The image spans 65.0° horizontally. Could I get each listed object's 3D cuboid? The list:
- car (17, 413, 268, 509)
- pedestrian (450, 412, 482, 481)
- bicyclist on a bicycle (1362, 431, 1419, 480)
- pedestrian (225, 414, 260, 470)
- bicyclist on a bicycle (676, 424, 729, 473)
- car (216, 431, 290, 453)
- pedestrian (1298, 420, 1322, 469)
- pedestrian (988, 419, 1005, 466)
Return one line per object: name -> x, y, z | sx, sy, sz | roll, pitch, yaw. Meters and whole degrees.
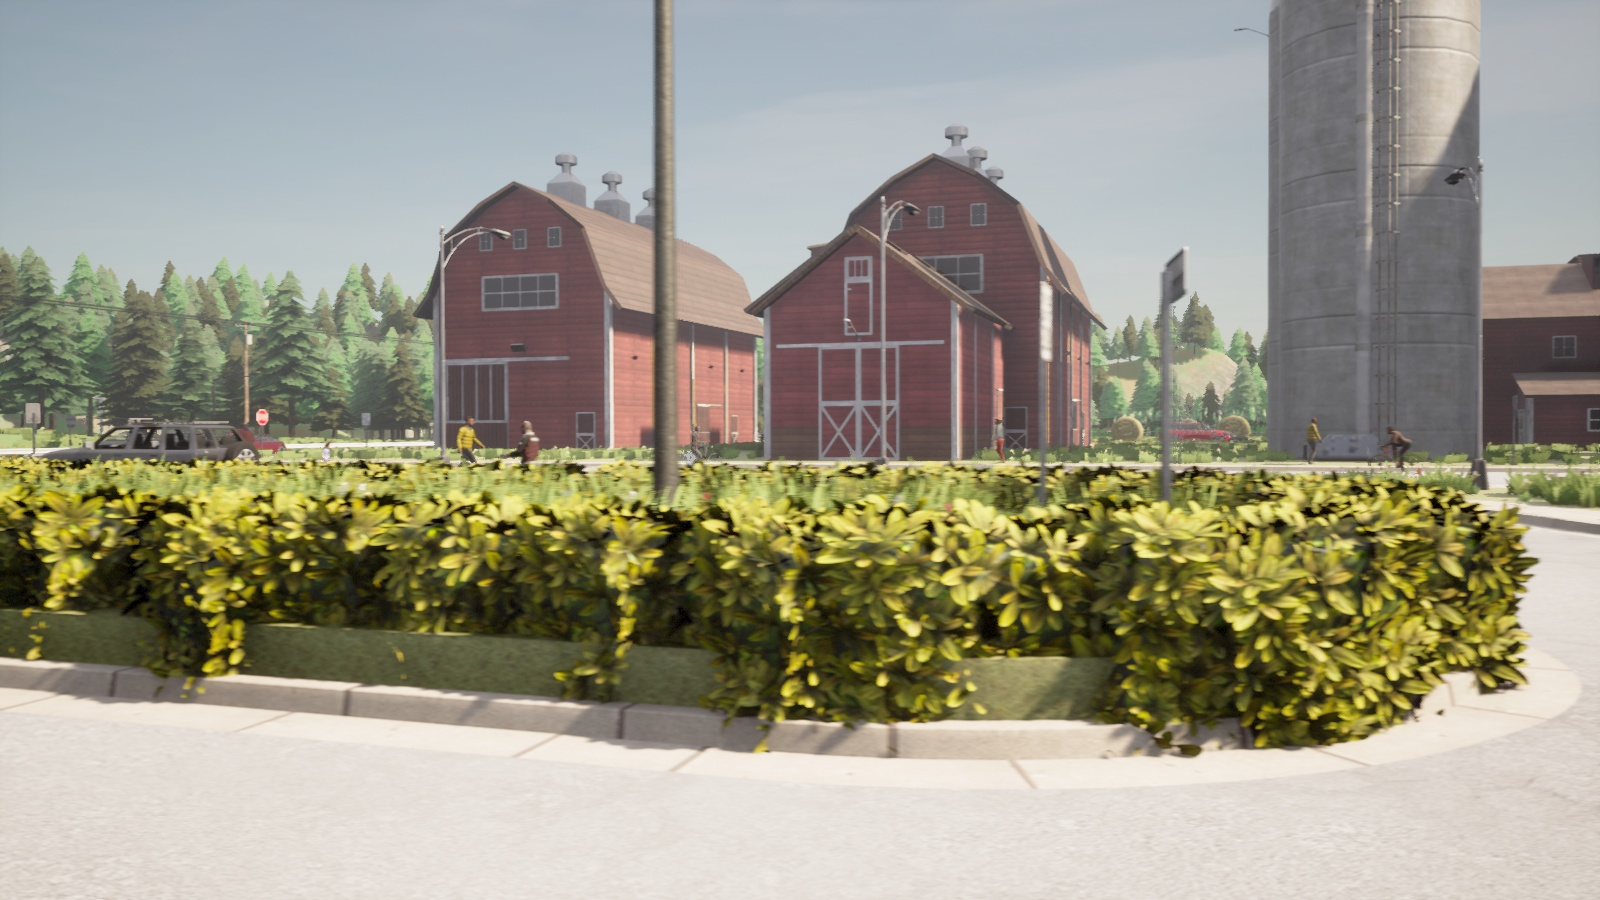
car -> -13.583, 0.176, 25.981 | 4.605, 1.855, 1.932 | 1, 1, 19
pedestrian -> -8.989, -0.094, 33.841 | 0.709, 1.840, 0.431 | 0, 1, 11
bicyclist on a bicycle -> 19.913, 0.176, 42.363 | 1.656, 1.620, 0.582 | 0, 1, 18
pedestrian -> -18.671, -0.262, 42.060 | 0.899, 1.844, 0.634 | 1, 1, 27
bicyclist on a bicycle -> -3.593, -0.057, 46.271 | 1.843, 1.776, 0.659 | 0, 1, 18
car -> -35.093, -0.533, 80.665 | 1.994, 1.385, 4.181 | 1, 1, 20
pedestrian -> 19.482, -0.215, 47.962 | 0.726, 1.835, 0.370 | 0, 1, -4
pedestrian -> 7.813, -0.288, 49.909 | 0.614, 1.847, 0.353 | 1, 1, 20
